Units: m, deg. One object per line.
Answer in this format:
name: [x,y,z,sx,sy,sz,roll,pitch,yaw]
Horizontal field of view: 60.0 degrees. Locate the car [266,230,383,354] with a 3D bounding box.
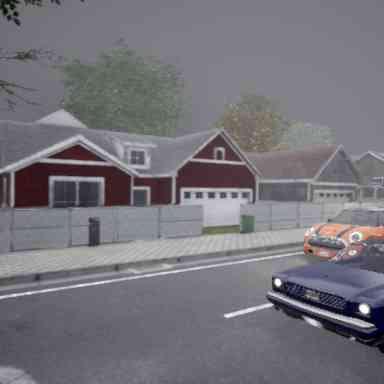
car: [3.597,1.598,6.079,4.718,1.301,1.895,0,0,-34]

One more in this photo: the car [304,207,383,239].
car: [5.972,1.342,11.569,4.553,1.767,2.097,0,0,-34]
